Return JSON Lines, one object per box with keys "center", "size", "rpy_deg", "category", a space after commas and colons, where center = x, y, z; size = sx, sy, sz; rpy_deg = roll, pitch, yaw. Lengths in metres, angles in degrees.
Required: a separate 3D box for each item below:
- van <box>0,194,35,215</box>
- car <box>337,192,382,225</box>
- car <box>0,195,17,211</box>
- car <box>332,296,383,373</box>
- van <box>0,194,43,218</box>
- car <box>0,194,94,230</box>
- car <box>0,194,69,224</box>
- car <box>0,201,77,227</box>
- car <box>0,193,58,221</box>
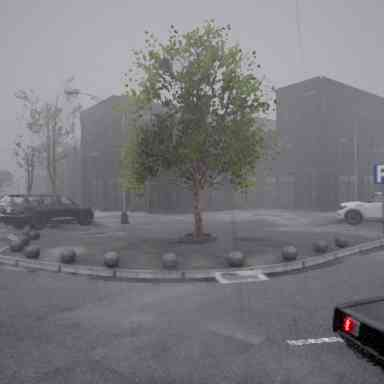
{"center": [-17.955, 1.187, 32.410], "size": [1.878, 1.987, 4.442], "rpy_deg": [0, 0, 31], "category": "van"}
{"center": [11.800, 0.957, 20.099], "size": [5.566, 2.045, 2.435], "rpy_deg": [-1, 0, 33], "category": "car"}
{"center": [-23.536, 1.292, 39.269], "size": [2.185, 1.767, 4.553], "rpy_deg": [0, 0, 31], "category": "car"}
{"center": [4.192, 1.538, 3.796], "size": [4.718, 1.301, 1.895], "rpy_deg": [-1, 1, -14], "category": "car"}
{"center": [-16.109, 1.185, 30.097], "size": [1.878, 1.987, 4.442], "rpy_deg": [0, 0, 31], "category": "van"}
{"center": [-8.776, 1.150, 20.774], "size": [2.435, 2.045, 5.566], "rpy_deg": [0, 0, 32], "category": "car"}
{"center": [-12.484, 1.154, 25.344], "size": [2.435, 2.045, 5.566], "rpy_deg": [0, 0, 31], "category": "car"}
{"center": [-10.626, 1.433, 23.030], "size": [2.163, 1.488, 4.792], "rpy_deg": [0, 0, 31], "category": "car"}
{"center": [-14.329, 1.157, 27.657], "size": [2.435, 2.045, 5.566], "rpy_deg": [0, 0, 31], "category": "car"}
